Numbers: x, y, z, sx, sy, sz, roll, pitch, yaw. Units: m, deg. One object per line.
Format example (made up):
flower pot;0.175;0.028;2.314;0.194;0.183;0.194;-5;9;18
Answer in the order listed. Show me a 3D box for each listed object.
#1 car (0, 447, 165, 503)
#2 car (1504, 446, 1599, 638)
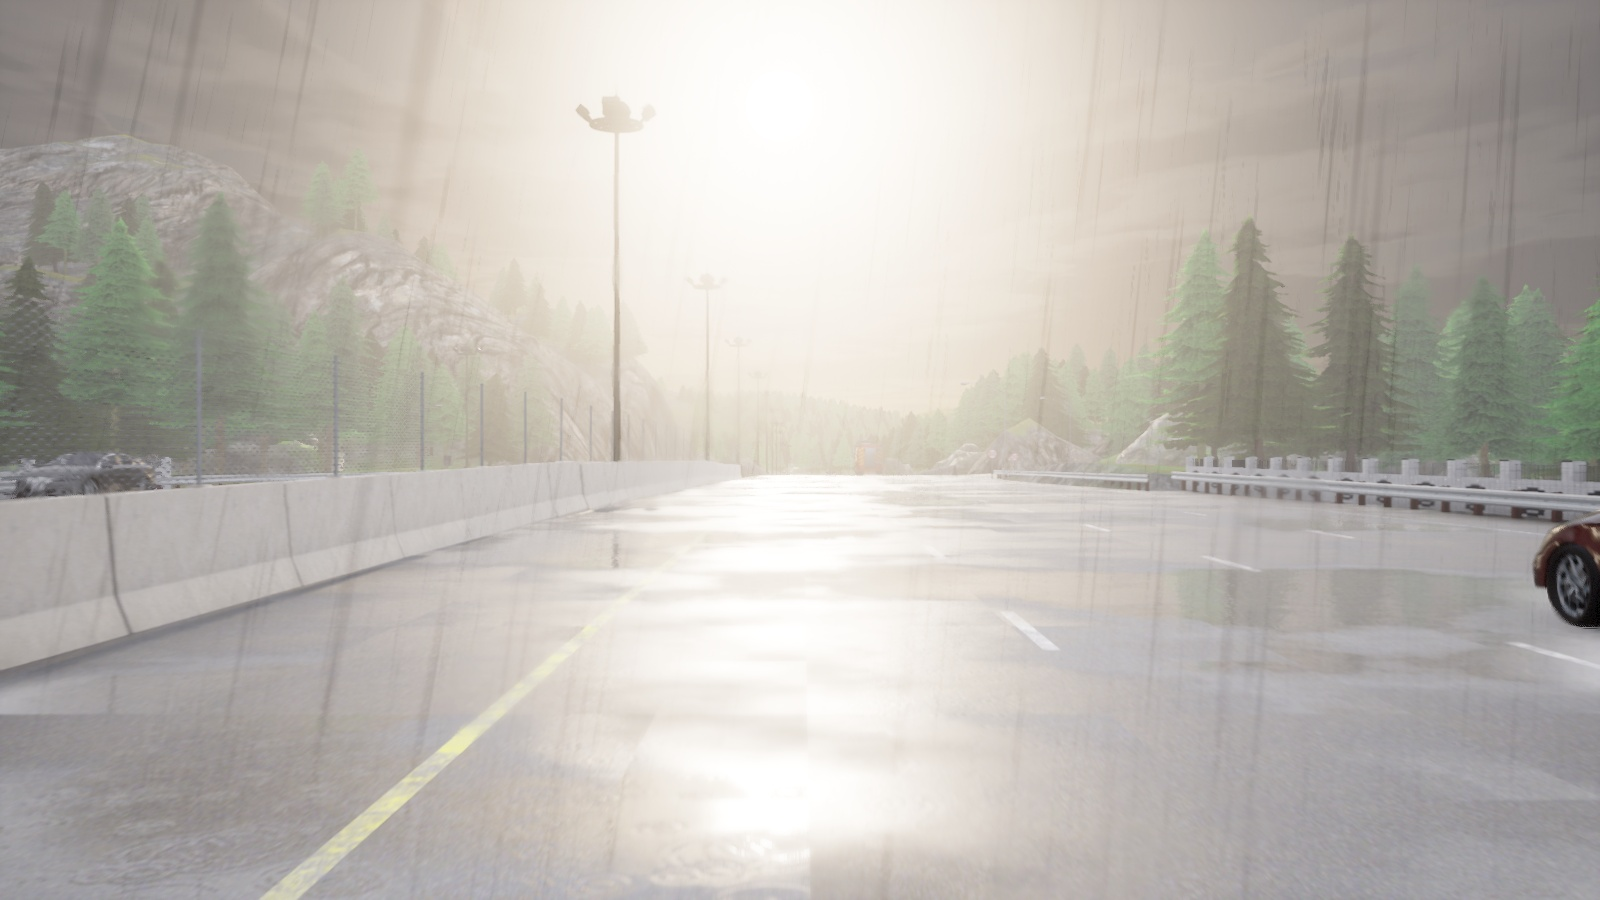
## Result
car;-20.778;0.712;36.515;2.128;1.511;4.902;0;-1;0
car;7.066;0.718;8.903;1.816;1.474;4.193;0;0;0
